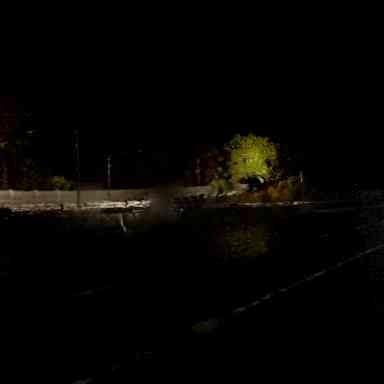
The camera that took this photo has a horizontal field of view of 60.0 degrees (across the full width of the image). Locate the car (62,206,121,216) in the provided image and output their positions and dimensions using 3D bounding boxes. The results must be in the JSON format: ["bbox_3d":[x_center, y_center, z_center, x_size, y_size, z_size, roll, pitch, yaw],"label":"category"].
[{"bbox_3d":[-7.264,2.160,26.416,1.882,1.535,5.008,-2,-2,42],"label":"car"}]

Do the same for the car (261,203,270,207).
[{"bbox_3d":[12.098,2.694,58.268,1.812,1.442,4.674,-2,-2,42],"label":"car"}]

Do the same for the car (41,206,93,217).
[{"bbox_3d":[-9.872,2.252,28.746,1.882,1.535,5.008,-2,-2,42],"label":"car"}]

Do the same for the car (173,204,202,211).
[{"bbox_3d":[-0.591,2.360,44.266,2.097,1.767,4.553,-2,-2,42],"label":"car"}]

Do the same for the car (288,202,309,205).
[{"bbox_3d":[18.482,2.546,54.900,2.033,1.411,5.357,-2,-2,42],"label":"car"}]

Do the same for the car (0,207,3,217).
[{"bbox_3d":[-21.513,2.142,34.938,2.033,1.411,5.357,-2,-1,22],"label":"car"}]

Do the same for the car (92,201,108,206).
[{"bbox_3d":[-15.220,2.251,53.204,1.812,1.442,4.674,-2,-1,19],"label":"car"}]

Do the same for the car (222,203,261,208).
[{"bbox_3d":[5.862,2.387,40.972,2.033,1.411,5.357,-2,-2,42],"label":"car"}]

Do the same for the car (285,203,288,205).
[{"bbox_3d":[17.662,2.606,59.189,2.128,1.511,4.902,-2,-2,42],"label":"car"}]

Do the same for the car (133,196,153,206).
[{"bbox_3d":[-9.883,1.790,67.723,2.150,2.045,5.566,-2,1,22],"label":"car"}]

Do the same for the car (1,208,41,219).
[{"bbox_3d":[-13.763,2.271,29.513,1.895,1.301,4.718,5,3,42],"label":"car"}]

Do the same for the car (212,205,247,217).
[{"bbox_3d":[5.195,2.503,45.432,2.033,1.411,5.357,-2,-2,42],"label":"car"}]
